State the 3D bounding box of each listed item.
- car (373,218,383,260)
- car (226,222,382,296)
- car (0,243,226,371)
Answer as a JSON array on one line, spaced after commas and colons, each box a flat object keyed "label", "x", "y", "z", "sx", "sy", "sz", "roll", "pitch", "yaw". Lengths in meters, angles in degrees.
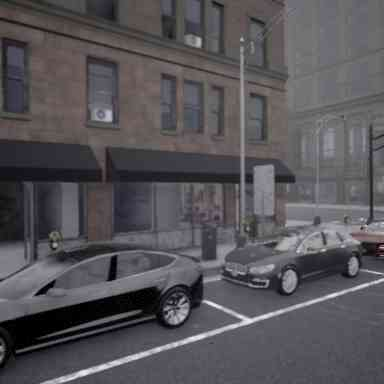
[{"label": "car", "x": 7.201, "y": 1.594, "z": 11.798, "sx": 4.507, "sy": 1.381, "sz": 1.887, "roll": 0, "pitch": -1, "yaw": -35}, {"label": "car", "x": 2.719, "y": 1.579, "z": 8.601, "sx": 4.403, "sy": 1.369, "sz": 2.008, "roll": 0, "pitch": -1, "yaw": -35}, {"label": "car", "x": -1.763, "y": 1.572, "z": 5.404, "sx": 4.313, "sy": 1.339, "sz": 1.947, "roll": 0, "pitch": -1, "yaw": -35}]
